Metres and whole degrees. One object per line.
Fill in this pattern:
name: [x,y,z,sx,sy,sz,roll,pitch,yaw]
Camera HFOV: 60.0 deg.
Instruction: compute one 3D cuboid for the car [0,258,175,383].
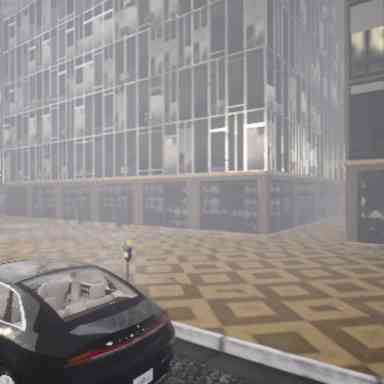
car: [-2.250,1.598,4.473,4.403,1.369,2.008,-1,0,35]
